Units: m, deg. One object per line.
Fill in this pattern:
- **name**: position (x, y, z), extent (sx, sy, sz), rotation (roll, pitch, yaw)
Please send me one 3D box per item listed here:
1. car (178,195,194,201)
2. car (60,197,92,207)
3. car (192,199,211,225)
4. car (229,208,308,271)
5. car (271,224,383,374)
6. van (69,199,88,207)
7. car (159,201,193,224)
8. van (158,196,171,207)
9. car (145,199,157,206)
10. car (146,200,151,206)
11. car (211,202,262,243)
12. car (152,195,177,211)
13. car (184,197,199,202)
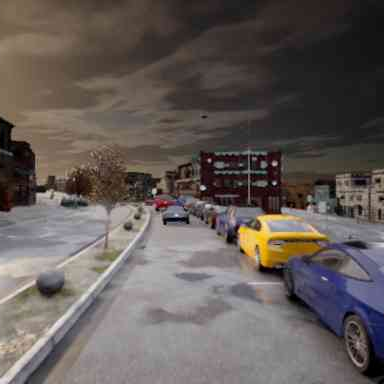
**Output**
- **car**: position (0.017, 1.473, 38.728), extent (2.185, 1.767, 4.553), rotation (0, 0, -8)
- **car**: position (-21.569, 1.865, 61.953), extent (5.566, 2.045, 2.435), rotation (0, -2, -14)
- **car**: position (1.459, 1.586, 27.764), extent (2.002, 1.452, 4.674), rotation (0, 0, -6)
- **car**: position (2.754, 1.502, 11.045), extent (2.097, 1.535, 5.008), rotation (0, 0, -2)
- **car**: position (2.941, 1.528, 5.500), extent (2.002, 1.452, 4.674), rotation (0, 0, -1)
- **van**: position (-29.133, 2.711, 85.445), extent (4.442, 1.987, 1.878), rotation (0, -2, -20)
- **car**: position (-1.314, 1.626, 25.571), extent (1.994, 1.385, 4.181), rotation (0, 0, -6)
- **van**: position (-5.581, 1.888, 66.018), extent (1.878, 1.987, 4.442), rotation (0, -1, -14)
- **car**: position (-10.179, 2.644, 81.838), extent (2.097, 1.535, 5.008), rotation (0, -2, -17)
- **car**: position (-8.536, 2.494, 76.598), extent (2.163, 1.488, 4.792), rotation (0, -2, -16)
- **car**: position (2.449, 1.391, 16.561), extent (2.185, 1.767, 4.553), rotation (0, 0, -3)
- **car**: position (-3.660, 1.388, 42.901), extent (2.150, 2.045, 5.566), rotation (0, -1, -10)
- **car**: position (0.814, 1.564, 33.147), extent (2.231, 1.521, 4.892), rotation (0, 0, -7)
